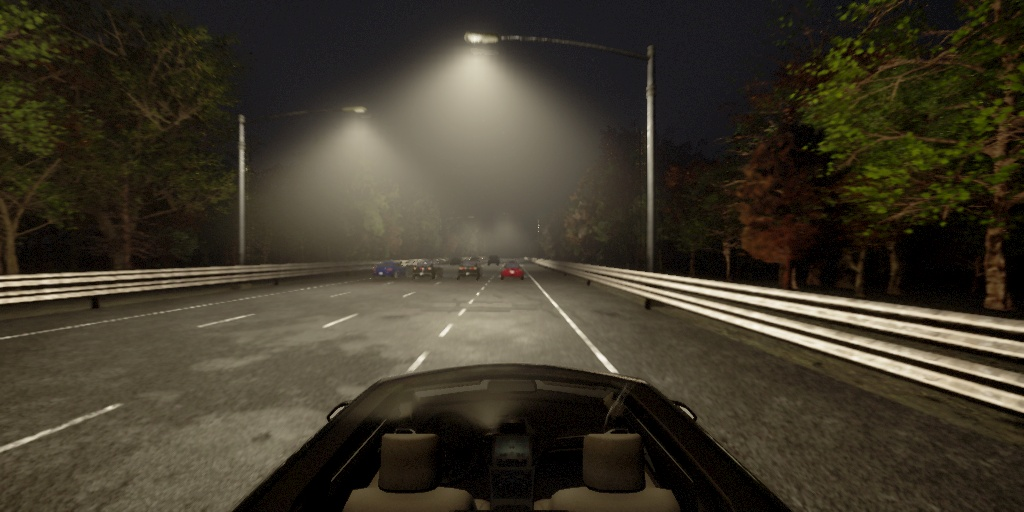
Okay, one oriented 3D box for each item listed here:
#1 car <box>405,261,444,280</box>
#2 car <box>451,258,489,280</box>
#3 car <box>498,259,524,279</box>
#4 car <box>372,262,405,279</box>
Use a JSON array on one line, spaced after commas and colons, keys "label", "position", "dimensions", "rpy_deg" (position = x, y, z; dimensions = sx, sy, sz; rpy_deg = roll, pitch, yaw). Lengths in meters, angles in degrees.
[{"label": "car", "position": [-6.958, 1.179, 30.108], "dimensions": [2.128, 1.511, 4.902], "rpy_deg": [0, 0, 1]}, {"label": "car", "position": [-3.455, 1.179, 30.463], "dimensions": [2.128, 1.511, 4.902], "rpy_deg": [0, 0, 0]}, {"label": "car", "position": [0.046, 1.249, 31.054], "dimensions": [1.994, 1.385, 4.181], "rpy_deg": [0, 0, 0]}, {"label": "car", "position": [-10.454, 1.211, 30.952], "dimensions": [1.812, 1.442, 4.674], "rpy_deg": [0, 0, 0]}]
